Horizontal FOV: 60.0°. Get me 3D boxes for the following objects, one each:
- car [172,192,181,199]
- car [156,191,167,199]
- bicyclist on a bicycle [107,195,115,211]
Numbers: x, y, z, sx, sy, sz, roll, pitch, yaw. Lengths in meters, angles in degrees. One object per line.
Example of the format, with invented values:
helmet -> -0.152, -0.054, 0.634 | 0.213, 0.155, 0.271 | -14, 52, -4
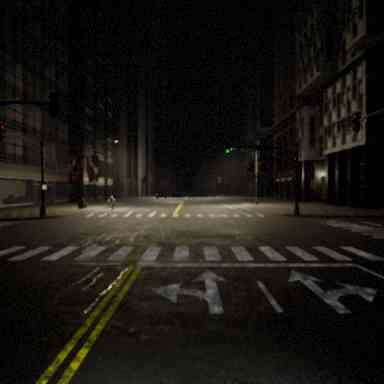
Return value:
car -> -3.271, 0.730, 71.053 | 1.895, 1.301, 4.718 | 0, 0, 0
car -> -6.521, 0.489, 71.110 | 2.097, 1.767, 4.553 | 0, 0, 0
bicyclist on a bicycle -> -8.708, 1.179, 35.983 | 0.866, 1.612, 1.509 | 0, 0, 0
